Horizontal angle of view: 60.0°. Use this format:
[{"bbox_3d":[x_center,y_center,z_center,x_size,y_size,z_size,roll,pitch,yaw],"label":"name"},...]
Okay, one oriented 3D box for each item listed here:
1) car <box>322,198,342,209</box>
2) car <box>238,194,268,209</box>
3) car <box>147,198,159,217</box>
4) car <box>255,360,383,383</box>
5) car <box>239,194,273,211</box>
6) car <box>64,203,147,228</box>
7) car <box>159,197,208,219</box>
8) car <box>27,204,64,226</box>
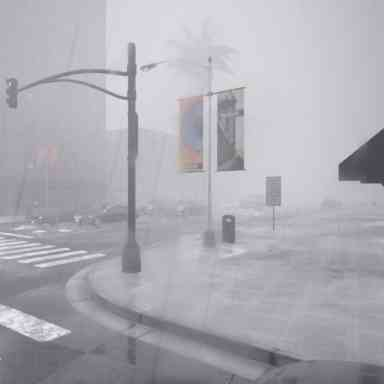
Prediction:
[{"bbox_3d":[19.892,1.596,47.227,2.128,1.511,4.902,0,0,35],"label":"car"},{"bbox_3d":[8.986,1.301,48.925,2.150,2.045,5.566,0,0,36],"label":"car"},{"bbox_3d":[-3.247,1.383,31.689,2.097,1.767,4.553,0,0,35],"label":"car"},{"bbox_3d":[2.147,1.551,1.315,4.403,1.369,2.008,0,0,36],"label":"car"},{"bbox_3d":[8.638,1.291,42.858,2.150,2.045,5.566,0,0,36],"label":"car"},{"bbox_3d":[-5.708,1.512,22.566,2.128,1.511,4.902,0,0,35],"label":"car"},{"bbox_3d":[-0.503,1.388,29.941,2.097,1.767,4.553,0,0,35],"label":"car"},{"bbox_3d":[-8.825,1.563,23.795,2.033,1.411,5.357,0,0,35],"label":"car"}]
